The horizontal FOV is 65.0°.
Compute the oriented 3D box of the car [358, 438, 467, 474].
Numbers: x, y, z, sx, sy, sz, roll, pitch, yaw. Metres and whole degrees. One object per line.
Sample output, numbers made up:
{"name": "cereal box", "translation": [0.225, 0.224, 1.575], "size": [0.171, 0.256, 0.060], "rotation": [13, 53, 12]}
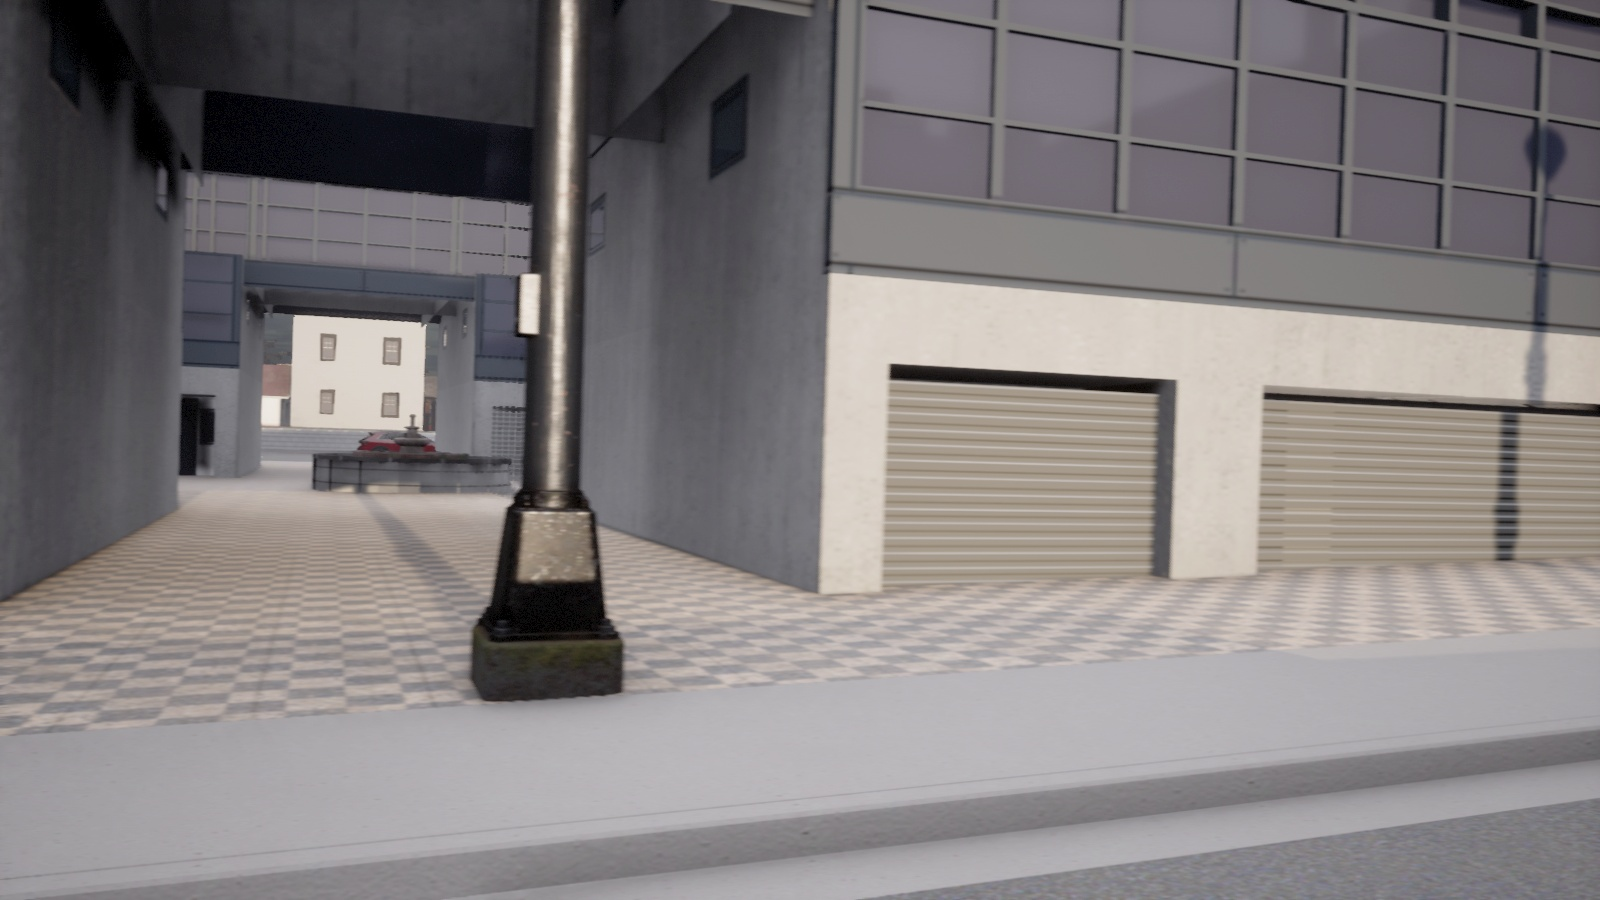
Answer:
{"name": "car", "translation": [-18.810, 0.292, 60.959], "size": [4.856, 1.649, 2.033], "rotation": [0, 0, -22]}
